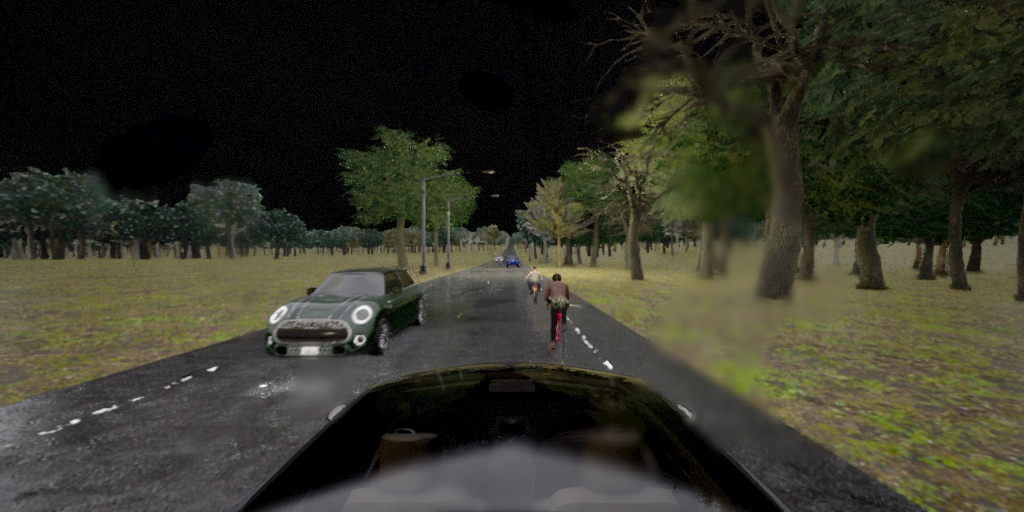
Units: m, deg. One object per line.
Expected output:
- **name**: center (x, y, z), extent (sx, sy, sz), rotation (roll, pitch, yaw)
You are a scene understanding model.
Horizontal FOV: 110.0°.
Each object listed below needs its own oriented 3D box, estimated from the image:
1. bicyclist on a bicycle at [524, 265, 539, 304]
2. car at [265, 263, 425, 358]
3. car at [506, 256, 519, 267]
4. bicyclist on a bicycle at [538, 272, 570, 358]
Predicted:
- **bicyclist on a bicycle**: center (0.952, 1.173, 15.092), extent (0.866, 1.612, 1.509), rotation (0, 0, 0)
- **car**: center (-3.603, 1.095, 8.627), extent (2.097, 1.767, 4.553), rotation (0, 0, 0)
- **car**: center (0.074, 0.941, 64.834), extent (2.150, 2.045, 5.566), rotation (0, 0, -2)
- **bicyclist on a bicycle**: center (0.960, 1.197, 7.513), extent (0.582, 1.620, 1.656), rotation (0, 0, 0)
